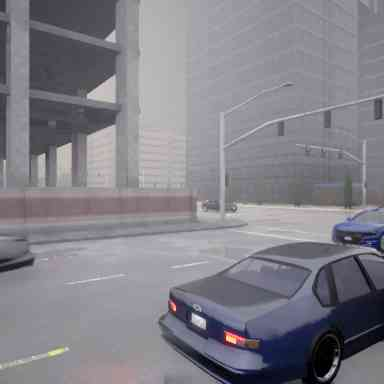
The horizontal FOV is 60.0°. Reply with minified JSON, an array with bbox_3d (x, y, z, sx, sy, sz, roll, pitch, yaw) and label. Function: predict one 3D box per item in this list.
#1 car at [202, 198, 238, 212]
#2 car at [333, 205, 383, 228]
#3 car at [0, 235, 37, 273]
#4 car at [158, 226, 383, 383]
[{"bbox_3d":[3.053,1.505,37.394,1.837,1.490,4.892,0,0,-36],"label":"car"},{"bbox_3d":[7.881,1.477,14.023,5.008,1.535,1.882,0,0,-36],"label":"car"},{"bbox_3d":[-6.671,1.547,7.833,5.357,1.411,2.033,0,0,-35],"label":"car"},{"bbox_3d":[2.130,1.547,5.310,5.357,1.411,2.033,0,0,-35],"label":"car"}]
